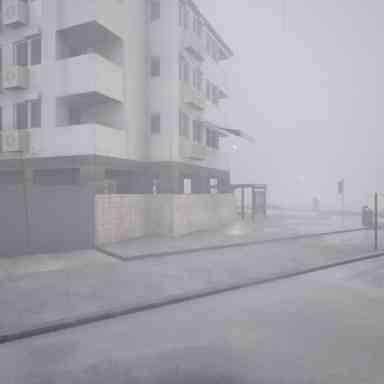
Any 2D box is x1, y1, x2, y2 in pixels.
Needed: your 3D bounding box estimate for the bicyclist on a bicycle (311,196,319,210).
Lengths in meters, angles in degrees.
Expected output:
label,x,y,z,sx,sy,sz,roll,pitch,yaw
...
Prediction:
label,x,y,z,sx,sy,sz,roll,pitch,yaw
bicyclist on a bicycle,14.628,1.349,39.528,1.656,1.620,0.582,0,0,-35
